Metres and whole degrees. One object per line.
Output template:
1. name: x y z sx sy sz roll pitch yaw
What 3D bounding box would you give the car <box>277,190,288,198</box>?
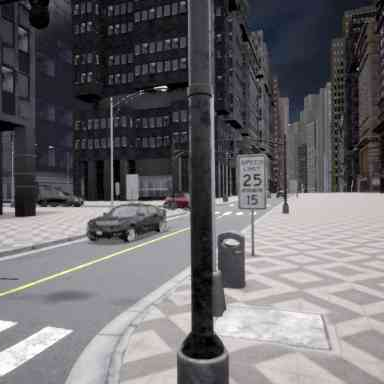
1. car: 18.118 0.407 66.922 1.837 1.490 4.892 -1 1 19

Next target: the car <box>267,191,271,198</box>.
1. car: 14.783 0.461 66.771 1.837 1.490 4.892 -1 1 19

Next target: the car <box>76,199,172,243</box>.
1. car: -2.834 1.293 15.403 1.882 1.535 5.008 -1 1 19

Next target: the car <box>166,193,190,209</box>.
1. car: -0.541 0.865 32.738 4.553 1.767 2.097 0 1 37

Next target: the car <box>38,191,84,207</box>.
1. car: -15.546 0.879 39.349 5.566 2.045 2.150 -1 0 19
